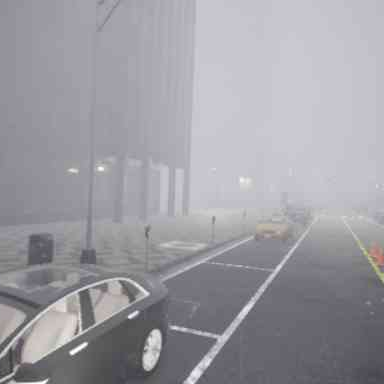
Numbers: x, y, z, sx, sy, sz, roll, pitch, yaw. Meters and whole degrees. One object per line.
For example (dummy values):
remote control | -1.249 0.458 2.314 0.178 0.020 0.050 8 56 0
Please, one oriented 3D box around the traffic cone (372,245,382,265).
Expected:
traffic cone | 6.842 2.336 12.074 0.340 0.580 0.340 2 -1 23

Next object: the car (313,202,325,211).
car | 25.723 2.988 68.978 2.192 1.841 5.009 2 -1 23

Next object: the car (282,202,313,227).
car | 8.944 1.933 28.735 2.192 1.841 5.009 2 -1 23

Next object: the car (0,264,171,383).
car | -1.696 1.516 3.244 2.008 1.369 4.403 2 -1 23

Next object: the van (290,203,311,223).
van | 11.069 2.091 33.832 1.690 1.788 3.998 2 -1 23

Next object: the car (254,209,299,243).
car | 4.619 1.878 18.381 1.752 1.417 4.829 2 -1 23

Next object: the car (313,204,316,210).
car | 13.123 2.402 38.771 1.752 1.417 4.829 2 -1 23

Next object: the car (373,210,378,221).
car | 21.048 2.707 35.631 2.008 1.369 4.403 2 -1 23

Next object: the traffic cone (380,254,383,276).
traffic cone | 6.073 2.289 10.228 0.340 0.580 0.340 2 -1 23

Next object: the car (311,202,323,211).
car | 27.893 3.127 74.186 2.192 1.841 5.009 2 -1 23

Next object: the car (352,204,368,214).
car | 33.581 3.263 65.685 2.192 1.841 5.009 2 -1 23

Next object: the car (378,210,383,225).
car | 18.931 2.340 30.535 2.192 1.841 5.009 2 -1 23

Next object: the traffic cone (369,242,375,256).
traffic cone | 7.612 2.383 13.919 0.340 0.580 0.340 2 -1 23
